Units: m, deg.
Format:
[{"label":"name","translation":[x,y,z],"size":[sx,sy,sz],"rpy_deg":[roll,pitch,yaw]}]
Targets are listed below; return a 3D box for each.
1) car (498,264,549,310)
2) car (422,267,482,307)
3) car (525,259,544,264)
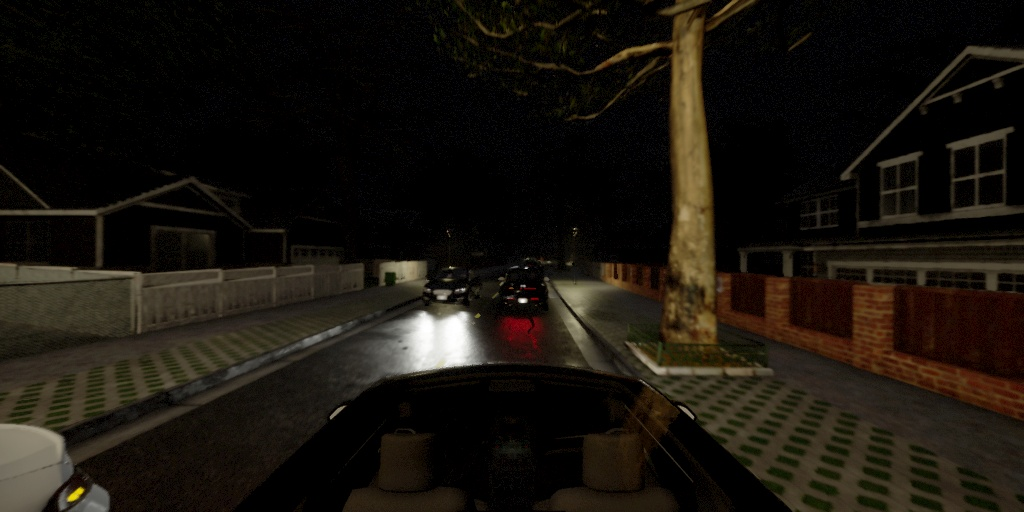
[{"label":"car","translation":[0.481,1.283,14.835],"size":[1.837,1.490,4.892],"rpy_deg":[0,0,2]},{"label":"car","translation":[-2.435,1.251,15.508],"size":[2.128,1.511,4.902],"rpy_deg":[0,0,3]},{"label":"car","translation":[3.230,1.392,47.754],"size":[1.994,1.385,4.181],"rpy_deg":[0,0,7]}]
